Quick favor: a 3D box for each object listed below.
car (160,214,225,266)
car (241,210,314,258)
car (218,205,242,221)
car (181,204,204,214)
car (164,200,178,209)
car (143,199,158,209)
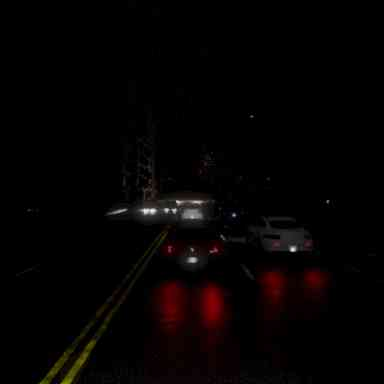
[{"bbox_3d":[0.035,1.689,11.796,1.895,1.301,4.718,0,0,0],"label":"car"},{"bbox_3d":[3.294,1.623,13.094,1.812,1.442,4.674,0,0,1],"label":"car"},{"bbox_3d":[3.284,1.765,27.711,1.994,1.385,4.181,0,0,0],"label":"car"},{"bbox_3d":[0.038,1.729,28.176,1.812,1.442,4.674,0,0,0],"label":"car"},{"bbox_3d":[-3.326,1.932,52.998,1.994,1.385,4.181,0,0,0],"label":"car"},{"bbox_3d":[-6.573,1.860,53.212,2.128,1.511,4.902,0,0,1],"label":"car"}]
